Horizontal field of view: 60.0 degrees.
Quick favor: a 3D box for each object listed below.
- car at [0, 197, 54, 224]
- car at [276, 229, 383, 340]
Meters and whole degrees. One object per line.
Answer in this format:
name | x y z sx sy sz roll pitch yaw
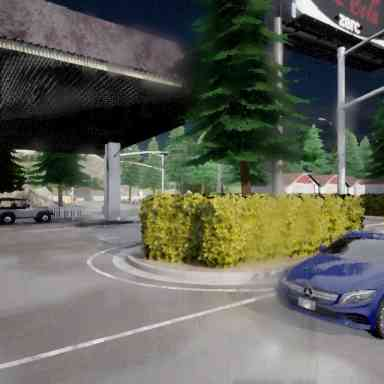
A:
car | -11.962 1.313 23.485 3.866 1.878 1.905 0 0 -36
car | 3.731 1.526 6.665 4.674 1.442 1.812 0 0 -35
